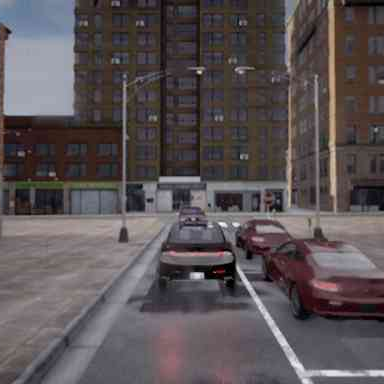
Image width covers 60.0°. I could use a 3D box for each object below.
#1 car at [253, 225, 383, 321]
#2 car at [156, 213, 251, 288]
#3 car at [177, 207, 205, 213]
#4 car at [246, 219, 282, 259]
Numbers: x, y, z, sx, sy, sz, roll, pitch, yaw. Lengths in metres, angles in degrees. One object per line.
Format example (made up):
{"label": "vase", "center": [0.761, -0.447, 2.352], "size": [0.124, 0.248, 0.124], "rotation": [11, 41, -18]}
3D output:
{"label": "car", "center": [2.659, 1.632, 7.113], "size": [1.802, 1.307, 4.206], "rotation": [1, 0, 0]}
{"label": "car", "center": [0.112, 1.556, 9.380], "size": [2.128, 1.511, 4.902], "rotation": [0, 0, 0]}
{"label": "car", "center": [-0.028, 1.704, 22.478], "size": [2.033, 1.411, 5.357], "rotation": [0, 0, -2]}
{"label": "car", "center": [2.666, 1.670, 12.551], "size": [1.802, 1.307, 4.206], "rotation": [1, 0, 0]}
